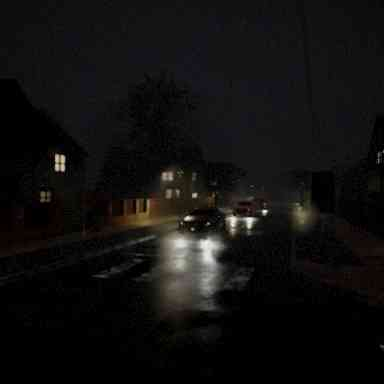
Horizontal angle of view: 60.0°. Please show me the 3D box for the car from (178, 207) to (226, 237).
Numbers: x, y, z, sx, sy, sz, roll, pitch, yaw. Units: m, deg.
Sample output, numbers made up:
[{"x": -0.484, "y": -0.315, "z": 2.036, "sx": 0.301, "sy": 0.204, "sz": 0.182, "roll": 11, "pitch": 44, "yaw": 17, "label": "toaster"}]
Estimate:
[{"x": 0.730, "y": 1.577, "z": 18.694, "sx": 1.812, "sy": 1.442, "sz": 4.674, "roll": 1, "pitch": 0, "yaw": 17, "label": "car"}]

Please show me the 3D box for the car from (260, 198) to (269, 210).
[{"x": 9.884, "y": 1.633, "z": 47.976, "sx": 2.097, "sy": 1.767, "sz": 4.553, "roll": 1, "pitch": 0, "yaw": 18, "label": "car"}]

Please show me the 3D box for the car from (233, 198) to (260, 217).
[{"x": 5.425, "y": 1.628, "z": 33.825, "sx": 1.882, "sy": 1.535, "sz": 5.008, "roll": 1, "pitch": 0, "yaw": 17, "label": "car"}]
